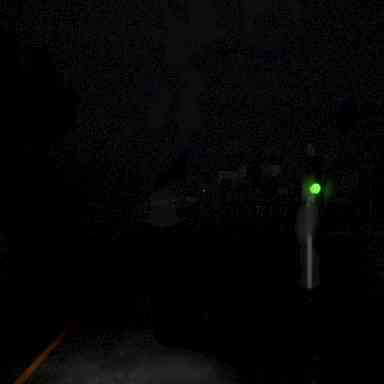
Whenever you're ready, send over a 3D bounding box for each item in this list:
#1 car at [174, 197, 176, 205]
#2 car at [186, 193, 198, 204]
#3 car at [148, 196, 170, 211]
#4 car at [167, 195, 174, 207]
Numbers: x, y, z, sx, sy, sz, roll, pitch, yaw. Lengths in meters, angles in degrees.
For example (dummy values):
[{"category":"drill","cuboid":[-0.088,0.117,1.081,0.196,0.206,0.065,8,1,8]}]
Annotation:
[{"category":"car","cuboid":[-4.052,1.371,60.738,2.097,1.767,4.553,0,0,0]},{"category":"car","cuboid":[0.013,1.242,62.728,2.150,2.045,5.566,0,0,0]},{"category":"car","cuboid":[-4.081,1.539,40.897,1.812,1.442,4.674,0,0,0]},{"category":"car","cuboid":[-4.077,1.542,49.943,1.812,1.442,4.674,0,0,0]}]
